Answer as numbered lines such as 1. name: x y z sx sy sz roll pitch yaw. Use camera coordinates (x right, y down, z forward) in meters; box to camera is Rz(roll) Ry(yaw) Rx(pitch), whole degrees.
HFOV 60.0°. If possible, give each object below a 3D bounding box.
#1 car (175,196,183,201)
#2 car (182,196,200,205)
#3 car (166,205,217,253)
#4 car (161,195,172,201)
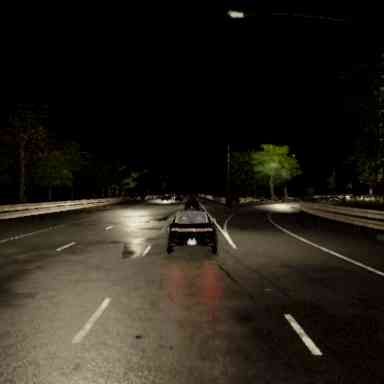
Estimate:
1. car: -3.512 1.771 87.656 1.994 1.385 4.181 0 0 0
2. car: -0.006 1.583 43.485 1.837 1.490 4.892 0 0 0
3. car: -0.003 1.516 13.766 2.128 1.511 4.902 0 0 0
4. car: -7.012 1.716 87.239 1.837 1.490 4.892 0 0 0
